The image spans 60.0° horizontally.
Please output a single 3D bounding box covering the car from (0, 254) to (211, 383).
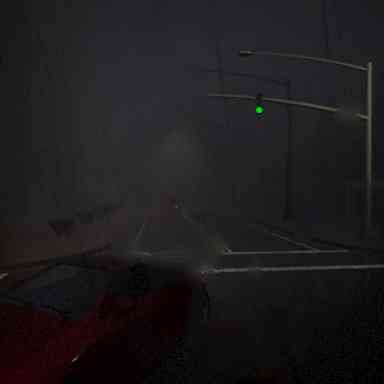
[{"bbox_3d":[-1.322,1.604,4.373,1.994,1.385,4.181,1,1,26],"label":"car"}]

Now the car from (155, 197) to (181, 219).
[{"bbox_3d":[-2.167,1.268,29.104,2.097,1.767,4.553,0,0,-6],"label":"car"}]
